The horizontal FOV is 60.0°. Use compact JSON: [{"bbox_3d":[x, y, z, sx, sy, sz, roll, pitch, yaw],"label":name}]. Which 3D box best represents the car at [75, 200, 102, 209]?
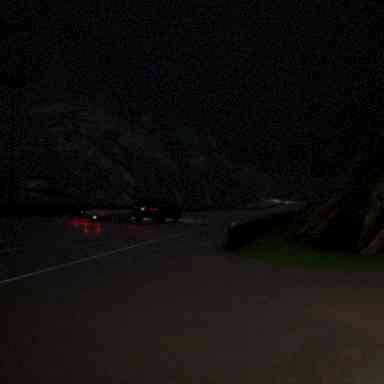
[{"bbox_3d":[-17.966,2.198,58.033,1.882,1.535,5.008,2,-3,21],"label":"car"}]

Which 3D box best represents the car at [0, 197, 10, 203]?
[{"bbox_3d":[-23.772,1.431,42.326,1.837,1.490,4.892,2,-2,20],"label":"car"}]

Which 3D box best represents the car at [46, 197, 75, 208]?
[{"bbox_3d":[-22.241,1.842,56.516,2.097,1.767,4.553,2,-2,21],"label":"car"}]

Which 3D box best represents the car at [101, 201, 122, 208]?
[{"bbox_3d":[-17.034,2.711,70.657,1.837,1.490,4.892,2,-2,20],"label":"car"}]

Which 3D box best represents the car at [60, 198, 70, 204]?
[{"bbox_3d":[-18.852,1.776,45.523,2.033,1.411,5.357,2,-2,21],"label":"car"}]

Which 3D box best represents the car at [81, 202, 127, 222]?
[{"bbox_3d":[-6.653,1.737,27.518,1.895,1.301,4.718,1,-2,20],"label":"car"}]

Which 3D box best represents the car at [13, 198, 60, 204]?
[{"bbox_3d":[-17.828,1.598,38.237,1.994,1.385,4.181,2,-2,20],"label":"car"}]

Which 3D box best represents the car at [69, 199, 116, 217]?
[{"bbox_3d":[-8.872,1.673,31.622,2.128,1.511,4.902,2,-2,20],"label":"car"}]

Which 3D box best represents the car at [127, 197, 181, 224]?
[{"bbox_3d":[-2.812,1.507,27.802,2.150,2.045,5.566,1,-2,20],"label":"car"}]

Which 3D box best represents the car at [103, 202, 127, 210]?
[{"bbox_3d":[-13.667,2.550,59.542,1.895,1.301,4.718,2,-2,21],"label":"car"}]

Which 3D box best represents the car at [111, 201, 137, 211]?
[{"bbox_3d":[-11.332,2.385,55.807,1.882,1.535,5.008,2,-2,21],"label":"car"}]
